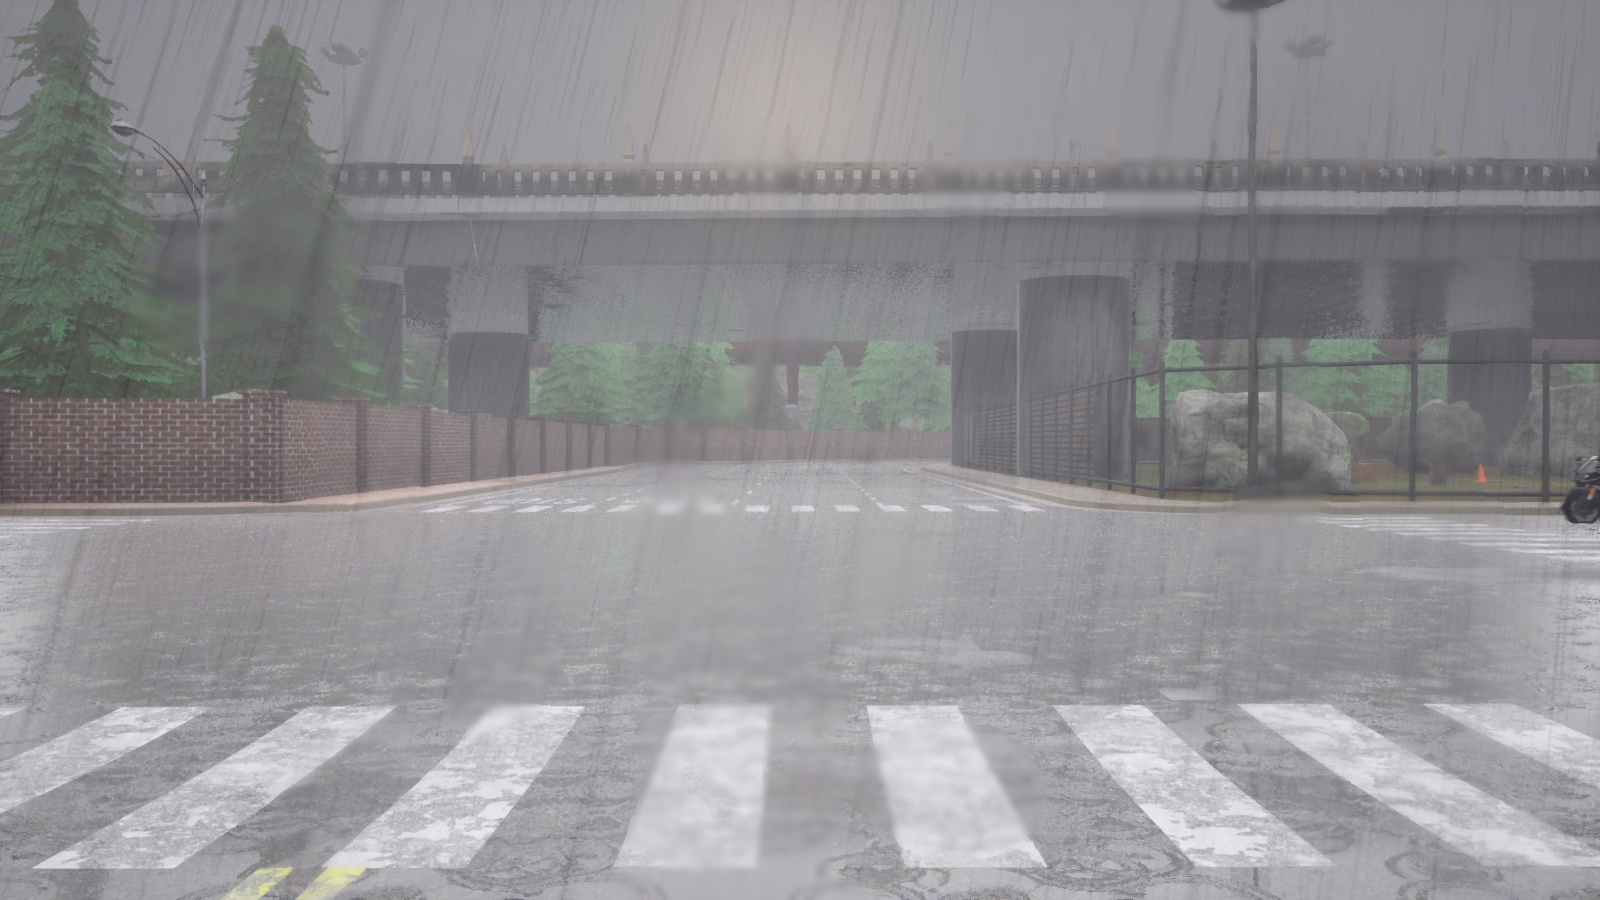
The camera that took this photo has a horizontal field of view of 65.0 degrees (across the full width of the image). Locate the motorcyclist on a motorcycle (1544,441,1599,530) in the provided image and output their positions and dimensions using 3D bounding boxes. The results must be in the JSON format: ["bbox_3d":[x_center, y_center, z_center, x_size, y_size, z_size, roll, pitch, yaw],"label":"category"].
[{"bbox_3d":[14.428,0.613,22.062,2.191,1.530,0.866,0,0,1],"label":"motorcyclist on a motorcycle"}]
